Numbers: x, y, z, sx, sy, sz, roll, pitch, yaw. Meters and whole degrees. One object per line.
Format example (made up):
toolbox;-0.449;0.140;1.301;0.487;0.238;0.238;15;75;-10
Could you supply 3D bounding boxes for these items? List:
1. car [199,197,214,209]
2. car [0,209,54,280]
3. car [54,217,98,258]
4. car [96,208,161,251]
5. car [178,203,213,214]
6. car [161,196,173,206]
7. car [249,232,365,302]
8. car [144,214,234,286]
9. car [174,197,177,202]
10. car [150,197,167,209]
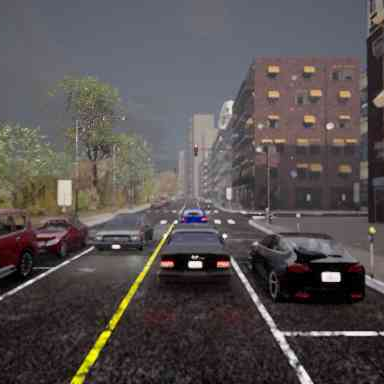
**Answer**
car;2.529;1.890;52.031;2.008;1.369;4.403;1;0;0
car;-5.311;1.363;7.454;2.192;1.841;5.009;1;0;0
car;-5.319;1.665;13.106;1.802;1.307;4.206;1;0;0
car;-2.776;1.642;14.890;2.033;1.411;5.357;0;0;0
car;0.090;1.655;20.333;1.812;1.442;4.674;0;0;0
car;-5.358;1.727;62.574;2.192;1.841;5.009;1;0;0
car;2.566;1.618;8.215;1.947;1.339;4.313;1;0;0
car;0.088;1.608;9.590;2.033;1.411;5.357;0;0;1
car;-5.380;2.126;85.276;2.008;1.369;4.403;1;0;0
car;-5.351;1.878;51.221;1.887;1.381;4.507;1;0;0
